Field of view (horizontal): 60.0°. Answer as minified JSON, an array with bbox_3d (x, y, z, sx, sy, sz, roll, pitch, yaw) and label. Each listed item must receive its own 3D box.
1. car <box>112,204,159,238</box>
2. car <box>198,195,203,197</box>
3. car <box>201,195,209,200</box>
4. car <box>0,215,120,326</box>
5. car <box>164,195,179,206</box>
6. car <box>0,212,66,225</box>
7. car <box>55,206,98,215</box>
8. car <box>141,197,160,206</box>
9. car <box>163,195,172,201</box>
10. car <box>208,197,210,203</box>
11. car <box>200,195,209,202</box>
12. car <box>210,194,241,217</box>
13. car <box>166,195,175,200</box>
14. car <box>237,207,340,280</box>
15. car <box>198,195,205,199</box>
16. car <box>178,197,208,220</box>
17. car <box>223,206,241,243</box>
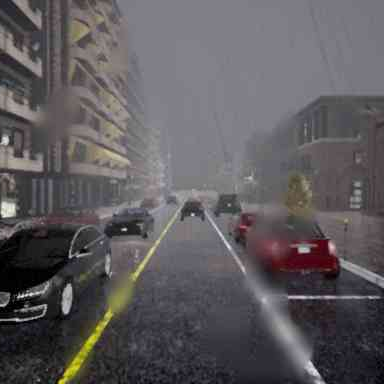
[{"bbox_3d":[-3.069,1.530,17.215,1.994,1.385,4.181,0,0,1],"label":"car"},{"bbox_3d":[0.066,1.465,41.843,2.033,1.411,5.357,0,0,0],"label":"car"},{"bbox_3d":[2.648,1.408,61.206,1.752,1.417,4.829,-1,0,0],"label":"car"},{"bbox_3d":[-3.099,1.490,7.355,1.837,1.490,4.892,0,0,0],"label":"car"},{"bbox_3d":[-3.087,1.403,52.904,1.837,1.490,4.892,0,0,0],"label":"car"},{"bbox_3d":[-5.726,1.532,9.964,2.008,1.369,4.403,-1,0,0],"label":"car"},{"bbox_3d":[-5.694,1.410,15.641,1.967,1.590,4.097,-1,0,0],"label":"car"},{"bbox_3d":[-5.723,1.460,44.028,1.887,1.381,4.507,-1,0,0],"label":"car"},{"bbox_3d":[-5.741,1.401,78.093,1.887,1.381,4.507,-1,0,0],"label":"car"},{"bbox_3d":[3.128,1.451,37.174,1.812,1.442,4.674,0,0,0],"label":"car"},{"bbox_3d":[2.642,1.409,72.391,1.887,1.381,4.507,-1,0,0],"label":"car"},{"bbox_3d":[3.090,1.167,30.204,2.150,2.045,5.566,0,0,0],"label":"car"},{"bbox_3d":[-5.747,1.404,89.448,1.947,1.339,4.313,-1,0,0],"label":"car"},{"bbox_3d":[2.695,1.419,9.941,1.967,1.590,4.097,-1,0,0],"label":"car"},{"bbox_3d":[2.631,1.409,95.101,1.802,1.307,4.206,-1,0,0],"label":"car"},{"bbox_3d":[0.070,1.450,27.321,1.837,1.490,4.892,0,0,0],"label":"car"},{"bbox_3d":[2.673,1.549,15.618,1.802,1.307,4.206,-1,0,0],"label":"car"}]
